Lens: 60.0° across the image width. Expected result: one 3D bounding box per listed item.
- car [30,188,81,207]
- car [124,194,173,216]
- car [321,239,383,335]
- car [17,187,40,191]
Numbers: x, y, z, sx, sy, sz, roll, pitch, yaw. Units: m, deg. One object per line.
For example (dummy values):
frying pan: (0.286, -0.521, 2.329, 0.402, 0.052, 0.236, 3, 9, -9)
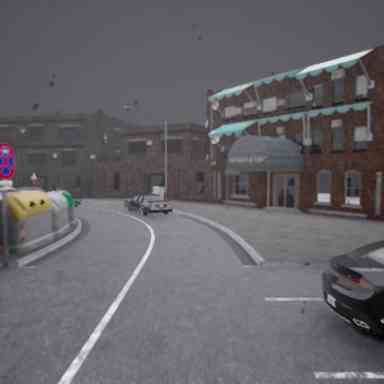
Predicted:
car: (-11.348, 0.632, 28.092, 4.181, 1.385, 1.994, 1, 3, 33)
car: (-3.272, 0.838, 24.121, 2.033, 1.411, 5.357, -2, 4, -30)
car: (4.644, 1.458, 5.313, 4.892, 1.521, 2.231, 0, 1, 0)
car: (-17.276, 0.267, 34.189, 4.553, 1.767, 2.097, -1, 3, 17)
